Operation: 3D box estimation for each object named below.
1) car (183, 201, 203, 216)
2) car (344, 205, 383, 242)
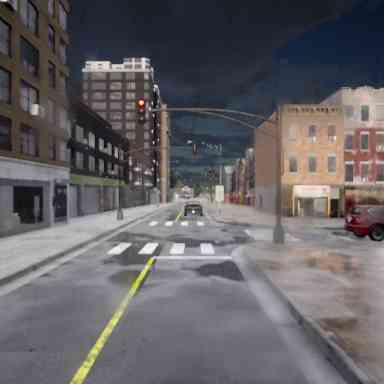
[{"bbox_3d":[0.146,1.732,35.825,1.837,1.490,4.892,0,-1,0],"label":"car"},{"bbox_3d":[10.838,1.660,17.862,5.009,1.841,2.192,1,-1,0],"label":"car"}]
